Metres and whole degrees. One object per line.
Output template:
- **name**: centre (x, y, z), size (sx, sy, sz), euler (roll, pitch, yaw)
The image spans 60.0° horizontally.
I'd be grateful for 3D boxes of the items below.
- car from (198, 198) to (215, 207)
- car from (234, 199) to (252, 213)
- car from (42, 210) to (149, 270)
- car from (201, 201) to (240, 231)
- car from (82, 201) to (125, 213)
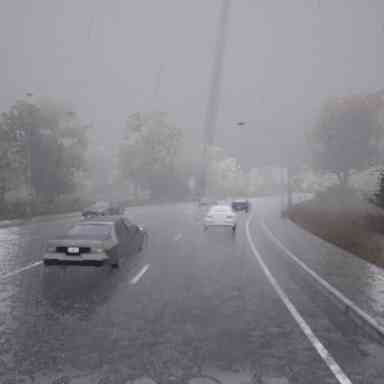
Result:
- **car**: centre (2.461, 1.584, 51.594), size (1.994, 1.385, 4.181), euler (0, 0, 20)
- **car**: centre (5.734, 1.514, 38.355), size (1.882, 1.535, 5.008), euler (0, 0, 16)
- **car**: centre (-2.847, 1.541, 11.065), size (2.033, 1.411, 5.357), euler (0, 0, 5)
- **car**: centre (1.859, 1.540, 20.728), size (1.812, 1.442, 4.674), euler (0, 0, 9)
- **car**: centre (-7.566, 1.523, 29.002), size (2.033, 1.411, 5.357), euler (0, 0, 11)
